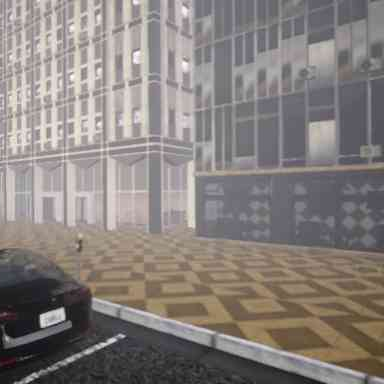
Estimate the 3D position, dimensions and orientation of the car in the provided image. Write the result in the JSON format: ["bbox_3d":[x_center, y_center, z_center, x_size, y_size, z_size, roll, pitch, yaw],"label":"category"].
[{"bbox_3d":[-3.407,1.591,5.307,4.313,1.339,1.947,0,0,36],"label":"car"}]
